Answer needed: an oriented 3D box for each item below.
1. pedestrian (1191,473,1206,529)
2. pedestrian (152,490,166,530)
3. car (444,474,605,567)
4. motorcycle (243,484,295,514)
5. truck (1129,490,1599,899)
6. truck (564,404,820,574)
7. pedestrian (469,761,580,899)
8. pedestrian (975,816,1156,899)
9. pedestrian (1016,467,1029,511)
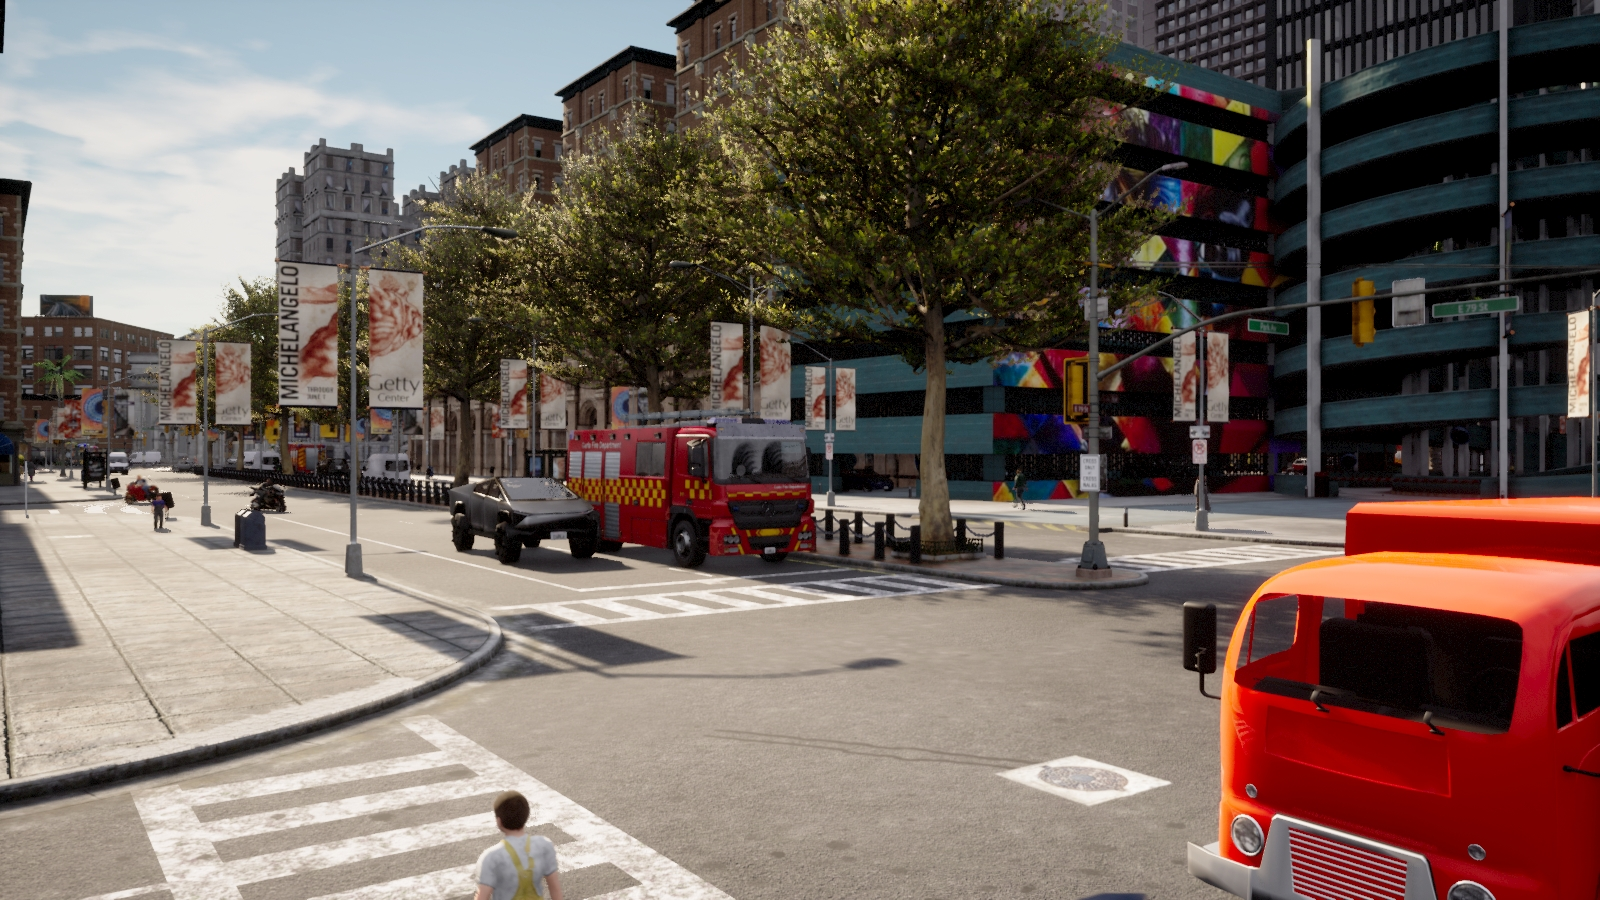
[{"bbox_3d":[13.301,1.686,38.141,0.375,1.860,0.375,0,0,39],"label":"pedestrian"},{"bbox_3d":[-21.174,1.974,37.729,0.375,1.300,0.375,0,0,-36],"label":"pedestrian"},{"bbox_3d":[-7.523,1.749,30.614,2.390,2.098,6.274,0,0,-31],"label":"car"},{"bbox_3d":[-23.899,2.201,51.439,2.209,1.251,0.867,0,2,26],"label":"motorcycle"},{"bbox_3d":[4.832,1.567,7.165,5.204,2.467,2.627,0,0,-35],"label":"truck"},{"bbox_3d":[-3.137,0.885,30.043,2.891,3.827,8.468,0,0,-35],"label":"truck"},{"bbox_3d":[-1.250,2.127,5.173,0.375,1.300,0.375,0,0,-36],"label":"pedestrian"},{"bbox_3d":[0.619,1.848,2.625,0.375,1.860,0.375,0,0,18],"label":"pedestrian"},{"bbox_3d":[9.642,1.683,49.487,0.375,1.860,0.375,0,0,-33],"label":"pedestrian"}]
